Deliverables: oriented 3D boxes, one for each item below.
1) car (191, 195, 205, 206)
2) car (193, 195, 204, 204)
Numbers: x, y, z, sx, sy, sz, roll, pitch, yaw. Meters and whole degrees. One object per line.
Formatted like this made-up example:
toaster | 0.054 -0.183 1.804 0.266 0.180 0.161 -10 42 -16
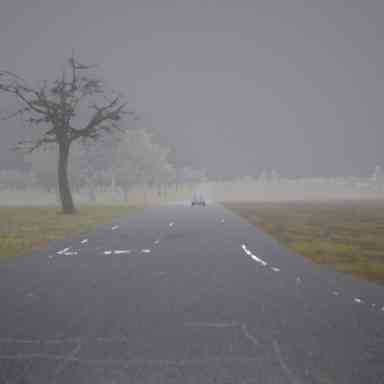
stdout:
car | 0.876 1.284 47.337 1.994 1.385 4.181 -2 0 1
car | 1.085 1.277 57.375 1.837 1.490 4.892 -2 0 1
